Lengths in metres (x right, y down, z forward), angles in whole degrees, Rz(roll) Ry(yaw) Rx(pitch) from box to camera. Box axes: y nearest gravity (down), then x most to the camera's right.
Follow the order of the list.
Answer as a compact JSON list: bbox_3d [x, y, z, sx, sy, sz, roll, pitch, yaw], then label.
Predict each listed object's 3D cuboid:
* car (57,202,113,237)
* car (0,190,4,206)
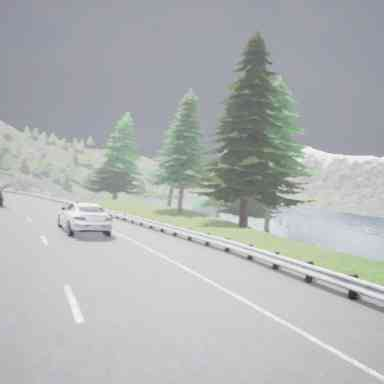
[{"bbox_3d":[-5.084,1.191,15.682,1.812,1.442,4.674,5,0,-30],"label":"car"},{"bbox_3d":[-16.555,0.279,27.070,2.128,1.511,4.902,5,0,-36],"label":"car"}]
